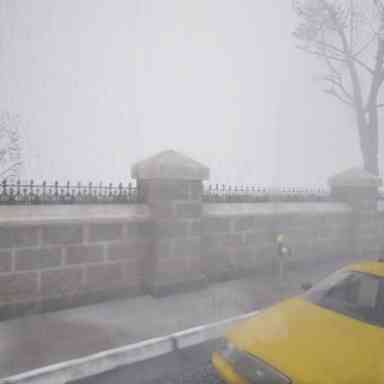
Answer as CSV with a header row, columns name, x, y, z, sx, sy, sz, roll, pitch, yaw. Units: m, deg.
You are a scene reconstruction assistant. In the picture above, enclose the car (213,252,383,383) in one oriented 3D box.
name,x,y,z,sx,sy,sz,roll,pitch,yaw
car,2.494,1.509,4.213,4.829,1.417,1.752,1,1,-34
